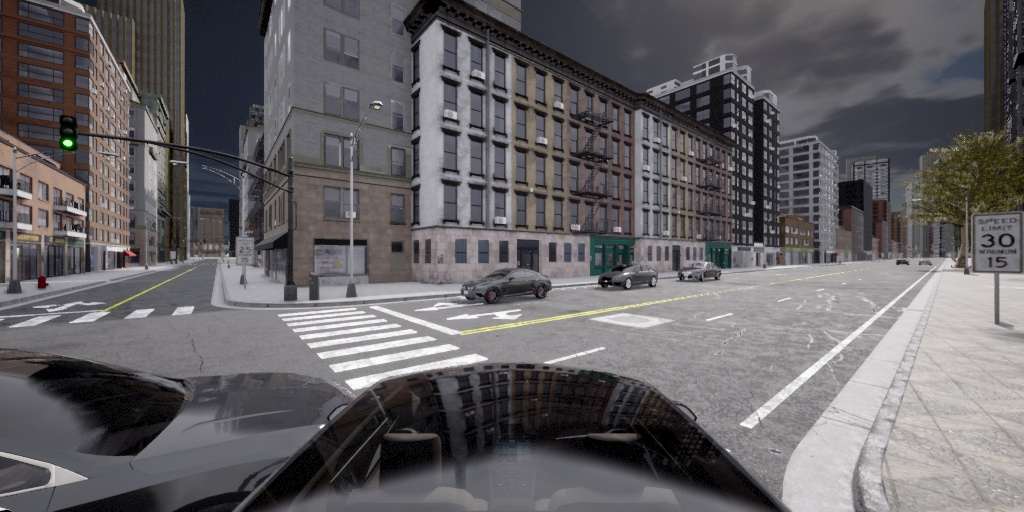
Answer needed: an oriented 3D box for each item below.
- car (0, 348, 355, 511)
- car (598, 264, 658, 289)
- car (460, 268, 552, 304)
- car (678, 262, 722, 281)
[{"bbox_3d":[-3.234,1.257,1.683,4.892,1.490,1.837,0,0,-35],"label":"car"},{"bbox_3d":[7.497,1.257,22.953,4.892,1.490,1.837,0,0,-39],"label":"car"},{"bbox_3d":[-0.152,1.286,16.676,4.674,1.442,1.812,0,0,-39],"label":"car"},{"bbox_3d":[15.463,1.234,29.477,4.902,1.511,2.128,0,0,-39],"label":"car"}]
